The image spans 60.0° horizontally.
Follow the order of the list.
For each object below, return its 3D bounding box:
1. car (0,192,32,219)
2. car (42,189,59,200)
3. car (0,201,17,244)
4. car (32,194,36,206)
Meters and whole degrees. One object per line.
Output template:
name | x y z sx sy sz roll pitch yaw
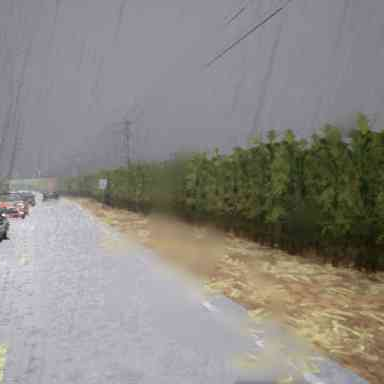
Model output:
car | -12.532 0.881 22.946 2.097 1.767 4.553 -2 2 -23
car | -21.176 0.360 49.715 2.128 1.511 4.902 -2 2 -29
car | -7.894 1.318 12.187 2.033 1.411 5.357 -2 2 -24
car | -18.145 0.737 36.175 1.837 1.490 4.892 -2 2 -24
